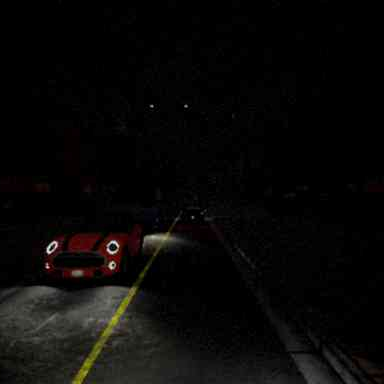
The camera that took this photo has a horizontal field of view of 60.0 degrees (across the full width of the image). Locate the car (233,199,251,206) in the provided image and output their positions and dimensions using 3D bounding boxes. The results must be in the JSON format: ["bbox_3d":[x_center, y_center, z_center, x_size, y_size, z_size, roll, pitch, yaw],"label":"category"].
[{"bbox_3d":[11.737,2.445,77.780,4.097,1.590,1.967,1,-1,0],"label":"car"}]

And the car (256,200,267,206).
[{"bbox_3d":[17.171,2.506,77.786,4.097,1.590,1.967,1,-1,0],"label":"car"}]

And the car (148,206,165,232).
[{"bbox_3d":[-2.845,1.679,22.107,1.882,1.535,5.008,0,-1,0],"label":"car"}]

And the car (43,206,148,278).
[{"bbox_3d":[-2.827,1.441,10.485,2.097,1.767,4.553,0,0,0],"label":"car"}]

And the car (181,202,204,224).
[{"bbox_3d":[0.047,1.785,27.592,1.812,1.442,4.674,0,-1,0],"label":"car"}]
